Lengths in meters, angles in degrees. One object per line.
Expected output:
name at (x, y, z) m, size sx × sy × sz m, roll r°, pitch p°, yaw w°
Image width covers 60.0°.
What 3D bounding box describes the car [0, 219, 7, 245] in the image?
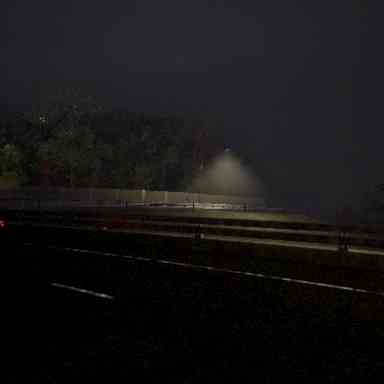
car at (-9.889, 1.364, 13.803) m, size 4.553 × 1.767 × 2.097 m, roll 0°, pitch 0°, yaw 27°
